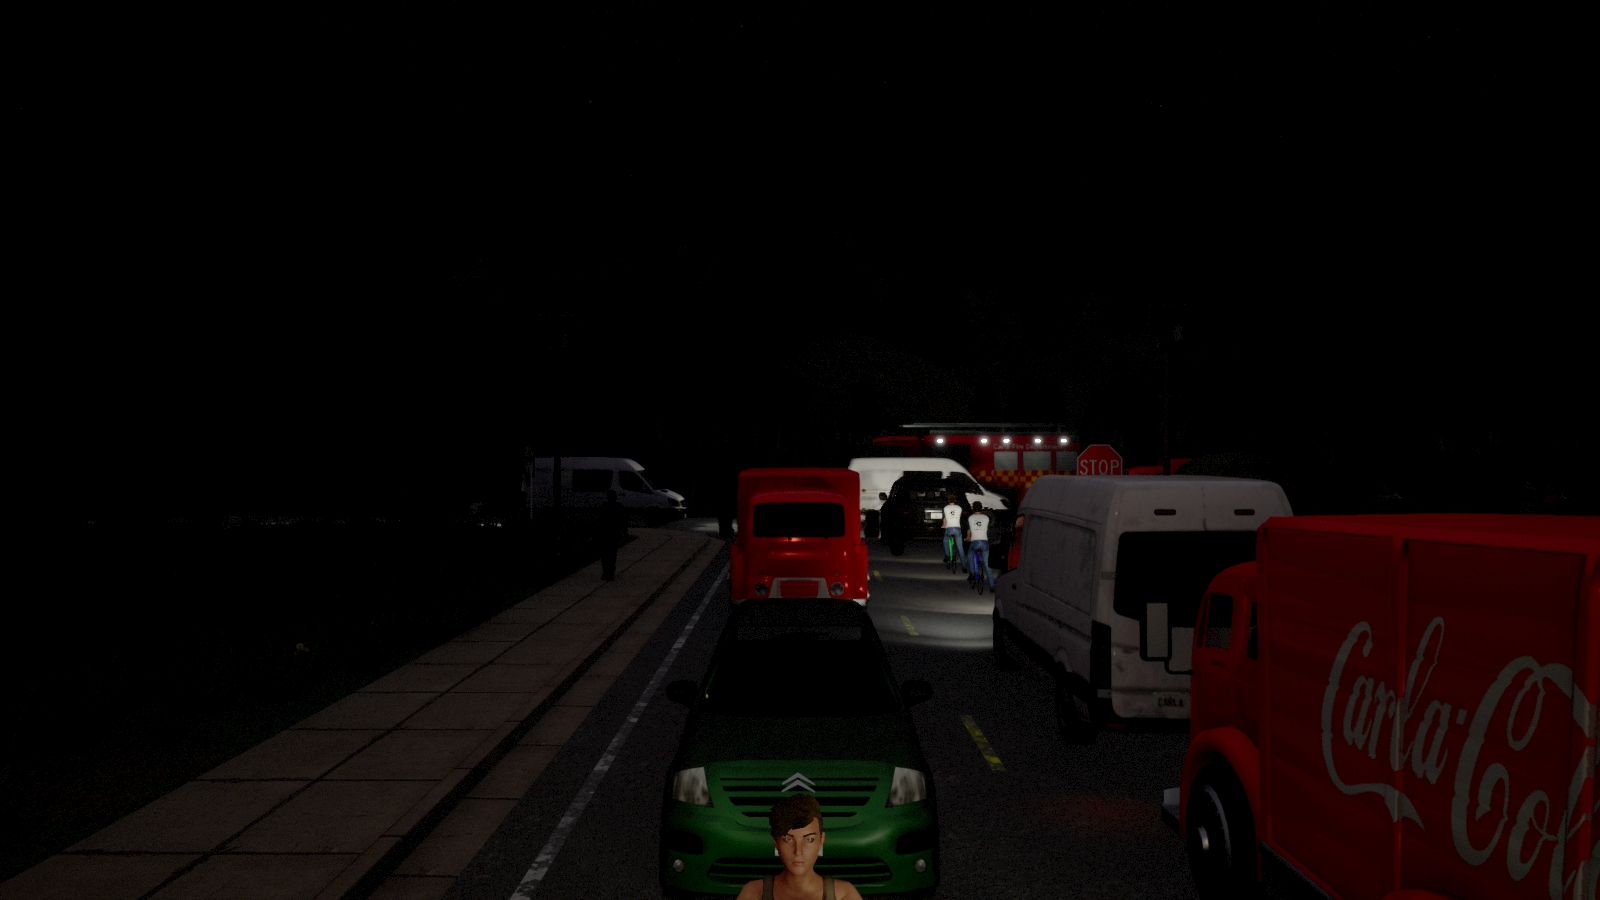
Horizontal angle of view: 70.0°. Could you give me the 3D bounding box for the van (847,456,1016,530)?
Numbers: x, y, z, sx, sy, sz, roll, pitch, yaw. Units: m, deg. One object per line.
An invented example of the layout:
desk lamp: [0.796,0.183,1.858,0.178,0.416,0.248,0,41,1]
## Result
van: [4.669,1.538,41.200,5.915,2.561,1.988,0,0,2]

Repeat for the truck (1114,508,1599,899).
truck: [3.501,1.544,5.318,2.627,2.467,5.204,0,-2,0]

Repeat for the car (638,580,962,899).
car: [-0.002,2.006,8.512,1.851,1.617,3.988,0,0,0]

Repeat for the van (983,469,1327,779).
van: [3.517,1.543,12.749,1.988,2.561,5.915,0,0,0]

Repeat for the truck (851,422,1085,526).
truck: [6.377,0.886,44.045,8.468,3.827,2.891,0,0,-6]

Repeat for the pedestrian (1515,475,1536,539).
pedestrian: [21.605,1.689,34.006,0.375,1.860,0.375,0,0,-22]

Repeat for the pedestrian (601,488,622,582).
pedestrian: [-3.808,1.708,23.101,0.375,1.860,0.375,0,0,0]

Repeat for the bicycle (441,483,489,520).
bicycle: [-13.366,2.052,45.623,1.835,1.471,0.329,0,0,3]

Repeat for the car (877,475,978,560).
car: [3.475,1.799,32.193,2.150,2.045,5.566,0,0,-1]

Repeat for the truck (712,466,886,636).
truck: [-0.023,1.574,19.945,2.627,2.467,5.204,0,0,0]

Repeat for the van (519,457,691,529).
van: [-7.091,1.525,41.820,5.915,2.561,1.988,0,0,3]
